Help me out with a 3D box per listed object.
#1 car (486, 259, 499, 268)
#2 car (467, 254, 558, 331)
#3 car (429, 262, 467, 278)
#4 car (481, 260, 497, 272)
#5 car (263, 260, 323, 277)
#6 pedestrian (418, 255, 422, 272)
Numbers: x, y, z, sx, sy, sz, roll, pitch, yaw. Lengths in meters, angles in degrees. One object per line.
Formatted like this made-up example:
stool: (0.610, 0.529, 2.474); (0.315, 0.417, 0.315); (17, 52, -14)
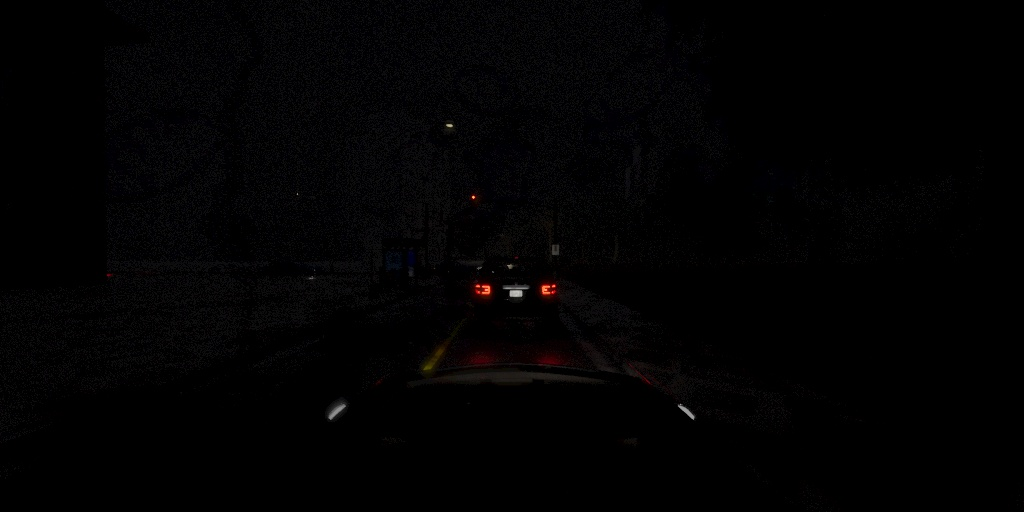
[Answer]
car: (-3.049, 1.211, 58.033); (1.812, 1.442, 4.674); (0, 0, 0)
car: (0.103, 0.968, 11.066); (2.150, 2.045, 5.566); (0, 0, 0)
car: (-5.460, 1.250, 33.964); (4.674, 1.442, 1.812); (0, 1, -20)
car: (-3.086, 1.249, 47.966); (2.033, 1.411, 5.357); (0, 0, -3)
car: (-20.040, 1.162, 32.885); (5.008, 1.535, 1.882); (0, 1, 1)
pedestrian: (-10.058, 0.800, 38.859); (0.375, 1.860, 0.375); (0, 0, 1)
